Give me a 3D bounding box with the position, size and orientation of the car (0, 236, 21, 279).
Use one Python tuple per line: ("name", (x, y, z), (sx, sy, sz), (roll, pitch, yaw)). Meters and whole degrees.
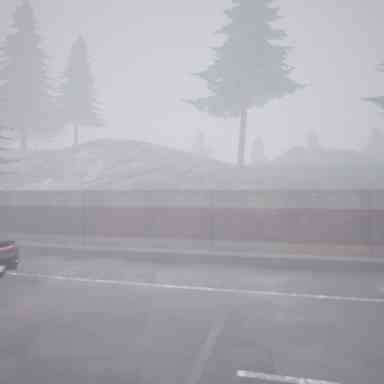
("car", (-6.666, 1.542, 8.253), (4.902, 1.511, 2.128), (0, 0, 17))
